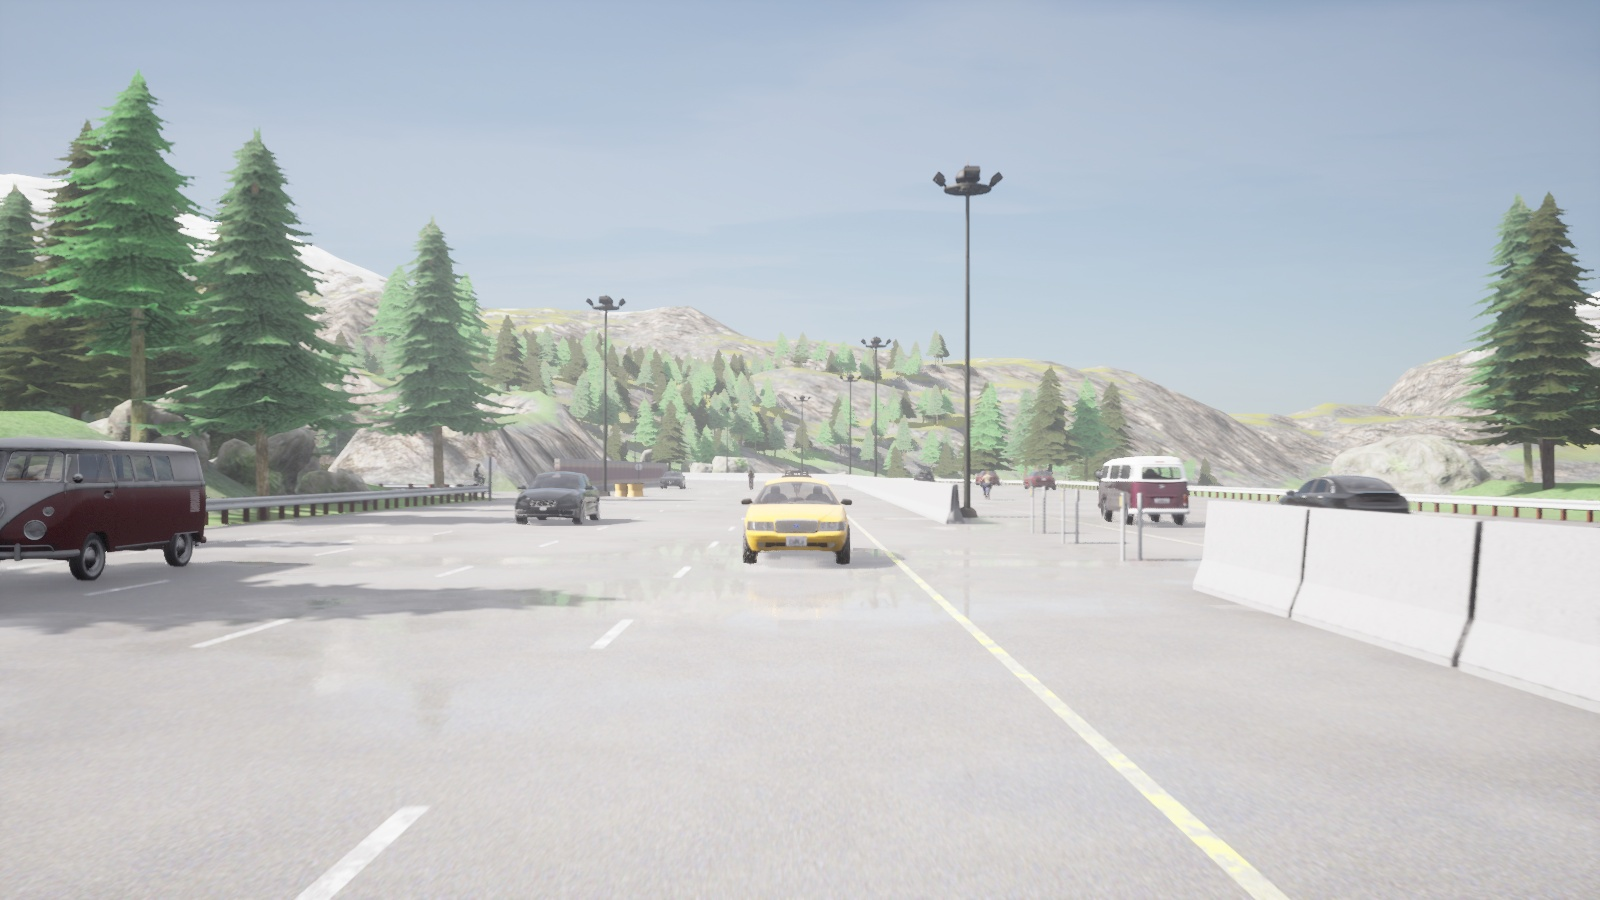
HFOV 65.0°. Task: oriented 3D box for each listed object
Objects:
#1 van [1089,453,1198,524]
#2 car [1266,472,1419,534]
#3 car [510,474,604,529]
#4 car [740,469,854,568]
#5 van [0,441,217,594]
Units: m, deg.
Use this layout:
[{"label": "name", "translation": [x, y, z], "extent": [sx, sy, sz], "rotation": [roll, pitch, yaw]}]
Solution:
[{"label": "van", "translation": [10.410, 1.140, 38.389], "extent": [2.069, 2.038, 4.480], "rotation": [0, -1, 0]}, {"label": "car", "translation": [13.924, 1.309, 32.604], "extent": [1.837, 1.490, 4.892], "rotation": [0, -1, 0]}, {"label": "car", "translation": [-7.086, 1.467, 37.033], "extent": [1.837, 1.490, 4.892], "rotation": [0, -1, 0]}, {"label": "car", "translation": [-0.053, 1.134, 22.695], "extent": [1.801, 1.575, 5.366], "rotation": [0, -1, 0]}, {"label": "van", "translation": [-10.544, 0.920, 18.574], "extent": [1.775, 1.987, 4.442], "rotation": [0, -1, 0]}]
